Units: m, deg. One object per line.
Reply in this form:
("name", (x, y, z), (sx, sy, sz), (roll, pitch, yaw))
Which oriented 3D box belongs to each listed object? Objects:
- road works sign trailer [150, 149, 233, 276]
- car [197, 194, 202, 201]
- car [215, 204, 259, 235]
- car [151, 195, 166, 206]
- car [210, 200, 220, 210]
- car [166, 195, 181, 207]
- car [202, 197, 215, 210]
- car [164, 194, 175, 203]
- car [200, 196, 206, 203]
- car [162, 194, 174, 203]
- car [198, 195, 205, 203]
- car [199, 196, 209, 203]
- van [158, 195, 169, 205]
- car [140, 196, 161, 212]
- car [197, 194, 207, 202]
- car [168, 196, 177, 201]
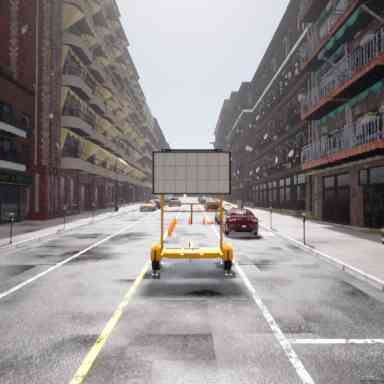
("road works sign trailer", (-0.011, 0.473, 10.382), (2.380, 3.560, 2.880), (0, 0, 0))
("car", (2.576, 1.707, 68.486), (1.887, 1.381, 4.507), (1, 0, 0))
("car", (2.583, 1.565, 18.710), (1.887, 1.381, 4.507), (1, 0, 0))
("car", (-5.295, 1.400, 46.426), (2.192, 1.841, 5.009), (2, 0, 0))
("car", (2.583, 1.555, 24.412), (1.752, 1.417, 4.829), (1, 0, 0))
("car", (-2.755, 1.628, 52.425), (1.812, 1.442, 4.674), (0, 0, 0))
("car", (2.580, 1.614, 40.832), (1.887, 1.381, 4.507), (1, 0, 0))
("car", (-5.300, 1.527, 79.608), (2.192, 1.841, 5.009), (1, 0, 0))
("car", (2.579, 1.635, 46.364), (2.008, 1.369, 4.403), (1, 0, 0))
("car", (-5.299, 1.502, 74.078), (2.192, 1.841, 5.009), (1, 0, 0))
("car", (2.577, 1.685, 62.956), (1.887, 1.381, 4.507), (1, 0, 0))
("car", (2.585, 1.627, 74.018), (1.967, 1.590, 4.097), (1, 0, 0))
("van", (-5.299, 1.482, 63.017), (1.690, 1.788, 3.998), (1, 0, 0))
("car", (-5.300, 1.595, 40.724), (1.752, 1.417, 4.829), (2, 0, 0))
("car", (2.545, 1.552, 85.080), (2.192, 1.841, 5.009), (1, 0, 0))
("car", (-5.308, 1.832, 90.669), (1.947, 1.339, 4.313), (1, 0, 0))
